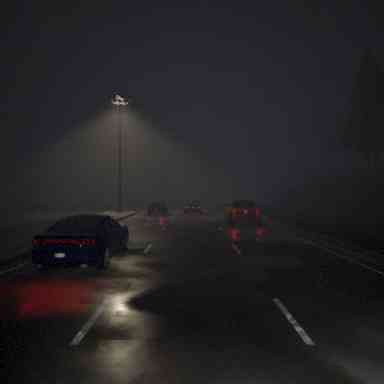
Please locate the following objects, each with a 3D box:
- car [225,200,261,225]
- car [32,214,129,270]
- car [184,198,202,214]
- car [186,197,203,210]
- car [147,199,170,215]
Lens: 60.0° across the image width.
[{"bbox_3d":[3.605,1.352,24.379,2.097,1.767,4.553,0,0,0],"label":"car"},{"bbox_3d":[-3.397,1.477,11.042,1.882,1.535,5.008,0,0,0],"label":"car"},{"bbox_3d":[0.115,1.547,34.831,2.033,1.411,5.357,0,0,0],"label":"car"},{"bbox_3d":[0.375,1.491,44.580,2.128,1.511,4.902,0,0,3],"label":"car"},{"bbox_3d":[-3.390,1.490,33.890,2.128,1.511,4.902,0,0,0],"label":"car"}]
